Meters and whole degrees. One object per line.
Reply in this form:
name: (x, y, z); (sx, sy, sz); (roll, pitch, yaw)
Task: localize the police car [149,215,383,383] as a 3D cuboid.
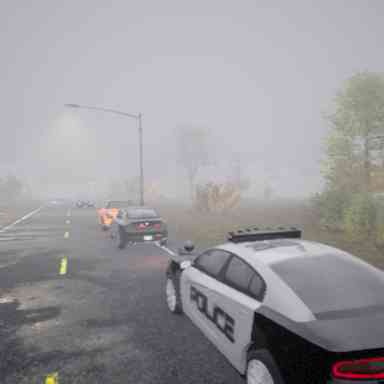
police car: (0.979, 1.340, 4.824); (1.930, 1.638, 5.238); (-1, 1, -20)

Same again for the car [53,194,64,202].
car: (-26.708, 1.187, 66.781); (1.812, 1.442, 4.674); (-1, 1, -21)

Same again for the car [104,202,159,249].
car: (-2.404, 1.382, 14.119); (1.837, 1.490, 4.892); (-1, 1, -20)

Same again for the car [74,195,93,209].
car: (-13.039, 1.362, 40.371); (1.895, 1.301, 4.718); (-1, 1, -20)

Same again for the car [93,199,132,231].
car: (-4.451, 1.201, 19.728); (2.097, 1.767, 4.553); (-1, 1, -20)

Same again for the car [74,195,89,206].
car: (-17.217, 1.238, 51.713); (2.033, 1.411, 5.357); (-1, 1, -20)
